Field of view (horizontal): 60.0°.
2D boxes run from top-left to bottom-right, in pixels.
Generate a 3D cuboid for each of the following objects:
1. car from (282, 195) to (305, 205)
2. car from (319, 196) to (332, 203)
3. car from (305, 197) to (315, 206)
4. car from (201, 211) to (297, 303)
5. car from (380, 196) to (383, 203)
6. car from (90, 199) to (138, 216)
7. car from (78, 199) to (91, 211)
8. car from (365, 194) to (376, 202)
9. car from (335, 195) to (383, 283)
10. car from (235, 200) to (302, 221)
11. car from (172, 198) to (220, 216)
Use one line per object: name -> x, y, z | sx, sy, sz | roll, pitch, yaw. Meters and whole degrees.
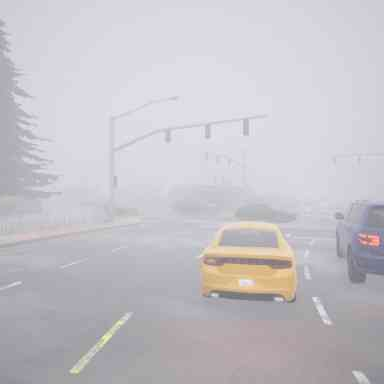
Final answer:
car -> 13.304, 1.547, 45.136 | 2.033, 1.411, 5.357 | 0, 0, 31
car -> 27.335, 1.525, 67.908 | 2.128, 1.511, 4.902 | 0, 0, 31
car -> 18.654, 1.526, 53.873 | 1.812, 1.442, 4.674 | 0, 0, 32
car -> 1.483, 1.478, 8.390 | 1.882, 1.535, 5.008 | 0, 0, 12
car -> 40.442, 1.540, 69.221 | 2.033, 1.411, 5.357 | 0, 0, 31
car -> -7.494, 1.581, 32.814 | 4.674, 1.442, 1.812 | 0, 0, 32
car -> -11.539, 1.581, 39.448 | 4.674, 1.442, 1.812 | 0, 0, 32
car -> 42.761, 1.355, 79.727 | 2.097, 1.767, 4.553 | 0, 0, 31
car -> 5.446, 1.221, 9.425 | 2.150, 2.045, 5.566 | 0, 0, 19
car -> 5.431, 1.559, 24.794 | 4.674, 1.442, 1.812 | 0, 0, 32
car -> 0.400, 1.396, 32.613 | 4.553, 1.767, 2.097 | 0, 0, 24
